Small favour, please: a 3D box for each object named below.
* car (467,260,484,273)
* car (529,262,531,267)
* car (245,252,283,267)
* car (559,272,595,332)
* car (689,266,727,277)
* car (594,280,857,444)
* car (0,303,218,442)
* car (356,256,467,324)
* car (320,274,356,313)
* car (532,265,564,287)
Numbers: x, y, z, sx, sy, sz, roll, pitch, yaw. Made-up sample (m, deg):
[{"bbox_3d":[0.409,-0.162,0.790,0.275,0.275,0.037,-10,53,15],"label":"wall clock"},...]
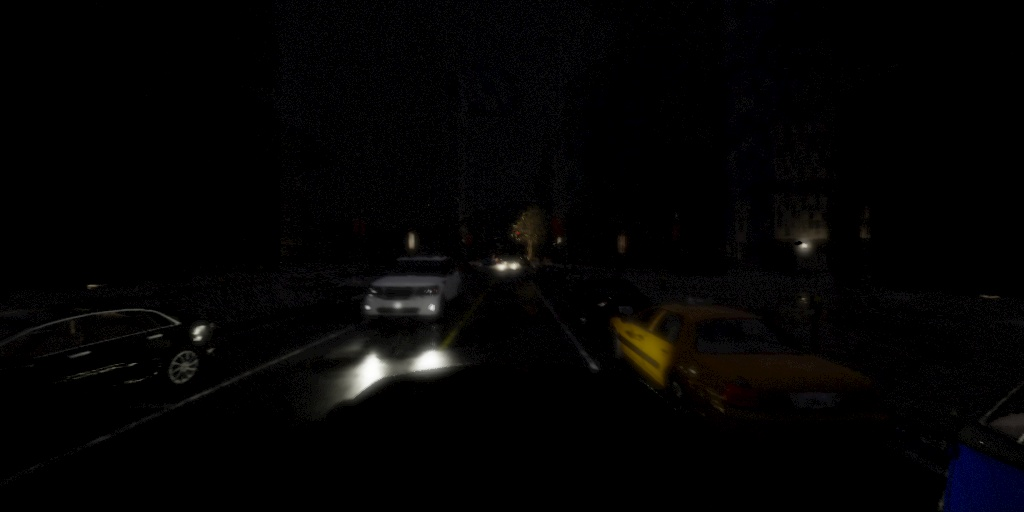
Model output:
[{"bbox_3d":[-6.156,1.442,45.964,4.181,1.385,1.994,1,0,0],"label":"car"},{"bbox_3d":[2.761,1.410,30.372,2.007,1.370,4.403,0,0,0],"label":"car"},{"bbox_3d":[-32.615,0.631,46.050,5.566,2.045,2.150,3,0,0],"label":"car"},{"bbox_3d":[2.762,1.349,10.808,1.948,1.339,4.313,0,0,0],"label":"car"},{"bbox_3d":[25.043,1.940,45.864,4.181,1.385,1.994,1,0,0],"label":"car"},{"bbox_3d":[2.762,1.289,5.565,1.751,1.417,4.829,0,0,0],"label":"car"},{"bbox_3d":[-5.762,1.309,4.170,2.007,1.370,4.403,0,0,0],"label":"car"},{"bbox_3d":[-3.101,1.012,12.545,2.150,2.045,5.566,0,0,0],"label":"car"},{"bbox_3d":[-5.763,1.346,14.042,2.007,1.370,4.403,0,0,0],"label":"car"},{"bbox_3d":[2.761,1.390,25.380,2.007,1.370,4.403,0,0,0],"label":"car"}]
